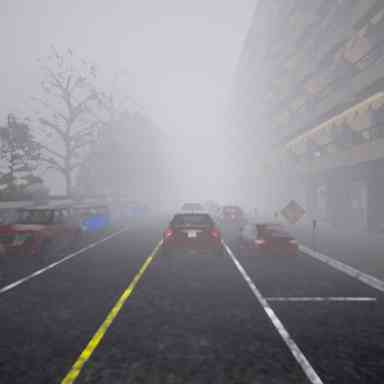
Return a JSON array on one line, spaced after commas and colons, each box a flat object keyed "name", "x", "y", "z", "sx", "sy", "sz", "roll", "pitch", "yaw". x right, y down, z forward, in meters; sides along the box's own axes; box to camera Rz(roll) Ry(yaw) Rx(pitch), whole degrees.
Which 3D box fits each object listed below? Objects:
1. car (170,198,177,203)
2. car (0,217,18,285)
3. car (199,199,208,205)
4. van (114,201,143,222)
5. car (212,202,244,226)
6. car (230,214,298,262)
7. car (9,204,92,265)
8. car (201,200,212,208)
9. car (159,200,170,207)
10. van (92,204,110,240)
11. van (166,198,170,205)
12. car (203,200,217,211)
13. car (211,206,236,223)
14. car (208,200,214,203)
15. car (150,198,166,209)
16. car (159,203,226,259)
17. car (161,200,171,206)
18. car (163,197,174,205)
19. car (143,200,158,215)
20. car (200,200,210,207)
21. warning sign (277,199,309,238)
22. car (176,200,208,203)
[{"name": "car", "x": -3.011, "y": 2.243, "z": 64.613, "sx": 1.837, "sy": 1.490, "sz": 4.892, "roll": 0, "pitch": -1, "yaw": 1}, {"name": "car", "x": -5.688, "y": 1.516, "z": 6.807, "sx": 1.967, "sy": 1.590, "sz": 4.097, "roll": 0, "pitch": -1, "yaw": 0}, {"name": "car", "x": 2.708, "y": 2.496, "z": 79.996, "sx": 1.947, "sy": 1.339, "sz": 4.313, "roll": 0, "pitch": -1, "yaw": 0}, {"name": "van", "x": -5.684, "y": 1.669, "z": 29.330, "sx": 1.690, "sy": 1.788, "sz": 3.998, "roll": 0, "pitch": -1, "yaw": 0}, {"name": "car", "x": 2.696, "y": 1.705, "z": 23.697, "sx": 1.967, "sy": 1.590, "sz": 4.097, "roll": 0, "pitch": -1, "yaw": 0}, {"name": "car", "x": 2.693, "y": 1.721, "z": 12.434, "sx": 1.802, "sy": 1.307, "sz": 4.206, "roll": 0, "pitch": -1, "yaw": 0}, {"name": "car", "x": -5.688, "y": 1.454, "z": 12.439, "sx": 2.192, "sy": 1.841, "sz": 5.009, "roll": 0, "pitch": -1, "yaw": 0}, {"name": "car", "x": 2.705, "y": 2.249, "z": 63.275, "sx": 1.752, "sy": 1.417, "sz": 4.829, "roll": 0, "pitch": -1, "yaw": 0}, {"name": "car", "x": -5.675, "y": 2.373, "z": 68.736, "sx": 1.802, "sy": 1.307, "sz": 4.206, "roll": 0, "pitch": -1, "yaw": 0}, {"name": "van", "x": -5.686, "y": 1.543, "z": 18.069, "sx": 1.690, "sy": 1.788, "sz": 3.998, "roll": 0, "pitch": -1, "yaw": 0}, {"name": "van", "x": -5.676, "y": 2.063, "z": 63.108, "sx": 1.690, "sy": 1.788, "sz": 3.998, "roll": 0, "pitch": -1, "yaw": 0}, {"name": "car", "x": 2.702, "y": 2.027, "z": 51.846, "sx": 1.967, "sy": 1.590, "sz": 4.097, "roll": 0, "pitch": -1, "yaw": 0}, {"name": "car", "x": 2.697, "y": 1.910, "z": 29.326, "sx": 1.802, "sy": 1.307, "sz": 4.206, "roll": 0, "pitch": -1, "yaw": 0}, {"name": "car", "x": 2.699, "y": 2.021, "z": 40.586, "sx": 1.947, "sy": 1.339, "sz": 4.313, "roll": 0, "pitch": -1, "yaw": 0}, {"name": "car", "x": -5.678, "y": 1.901, "z": 51.849, "sx": 2.192, "sy": 1.841, "sz": 5.009, "roll": 0, "pitch": -1, "yaw": 0}, {"name": "car", "x": 0.020, "y": 1.501, "z": 13.403, "sx": 2.097, "sy": 1.767, "sz": 4.553, "roll": 0, "pitch": -1, "yaw": 0}, {"name": "car", "x": -5.674, "y": 2.405, "z": 74.366, "sx": 1.887, "sy": 1.381, "sz": 4.507, "roll": 0, "pitch": -1, "yaw": 0}, {"name": "car", "x": -5.672, "y": 2.245, "z": 80.001, "sx": 2.192, "sy": 1.841, "sz": 5.009, "roll": 0, "pitch": -1, "yaw": 0}, {"name": "car", "x": -5.681, "y": 2.021, "z": 40.587, "sx": 1.947, "sy": 1.339, "sz": 4.313, "roll": 0, "pitch": -1, "yaw": 0}, {"name": "car", "x": 2.705, "y": 2.373, "z": 68.735, "sx": 1.802, "sy": 1.307, "sz": 4.206, "roll": 0, "pitch": -1, "yaw": 0}, {"name": "warning sign", "x": 5.072, "y": 1.303, "z": 16.763, "sx": 1.300, "sy": 1.860, "sz": 1.060, "roll": 0, "pitch": -1, "yaw": 0}, {"name": "car", "x": 0.024, "y": 1.669, "z": 28.402, "sx": 2.097, "sy": 1.767, "sz": 4.553, "roll": 0, "pitch": -1, "yaw": 0}]
